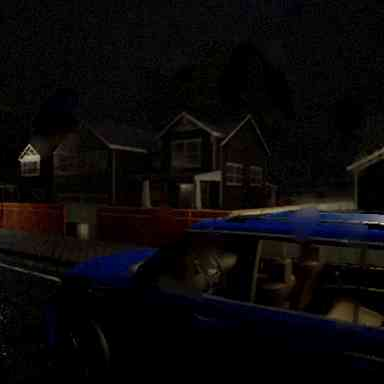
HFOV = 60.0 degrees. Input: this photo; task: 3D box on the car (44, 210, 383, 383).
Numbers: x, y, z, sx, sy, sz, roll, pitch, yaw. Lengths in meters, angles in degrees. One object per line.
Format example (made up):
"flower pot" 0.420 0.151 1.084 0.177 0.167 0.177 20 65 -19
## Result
"car" 0.817 1.218 3.413 5.566 2.045 2.150 1 0 35
